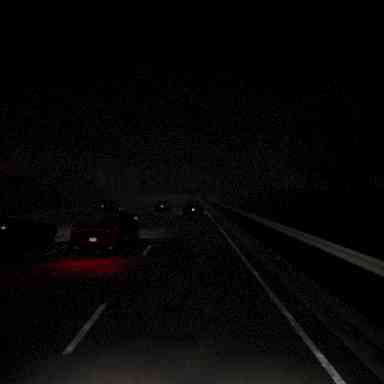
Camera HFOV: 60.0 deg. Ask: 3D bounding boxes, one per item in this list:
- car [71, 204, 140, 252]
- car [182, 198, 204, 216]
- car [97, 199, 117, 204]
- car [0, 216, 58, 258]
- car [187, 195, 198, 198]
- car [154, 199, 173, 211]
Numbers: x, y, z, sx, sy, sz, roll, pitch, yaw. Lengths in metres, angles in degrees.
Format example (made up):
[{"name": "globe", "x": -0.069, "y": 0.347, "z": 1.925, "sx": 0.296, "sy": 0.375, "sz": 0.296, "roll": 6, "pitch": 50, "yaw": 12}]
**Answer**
[{"name": "car", "x": -3.400, "y": 1.482, "z": 13.883, "sx": 1.882, "sy": 1.535, "sz": 5.008, "roll": 0, "pitch": 0, "yaw": 0}, {"name": "car", "x": 0.102, "y": 1.574, "z": 32.338, "sx": 1.994, "sy": 1.385, "sz": 4.181, "roll": 0, "pitch": 0, "yaw": 0}, {"name": "car", "x": -10.398, "y": 1.577, "z": 40.649, "sx": 1.994, "sy": 1.385, "sz": 4.181, "roll": 0, "pitch": 0, "yaw": 0}, {"name": "car", "x": -6.899, "y": 1.605, "z": 12.706, "sx": 1.895, "sy": 1.301, "sz": 4.718, "roll": 0, "pitch": 0, "yaw": 0}, {"name": "car", "x": 0.100, "y": 1.371, "z": 61.217, "sx": 2.097, "sy": 1.767, "sz": 4.553, "roll": 0, "pitch": 0, "yaw": 0}, {"name": "car", "x": -3.398, "y": 1.576, "z": 39.928, "sx": 1.994, "sy": 1.385, "sz": 4.181, "roll": 0, "pitch": 0, "yaw": 0}]
